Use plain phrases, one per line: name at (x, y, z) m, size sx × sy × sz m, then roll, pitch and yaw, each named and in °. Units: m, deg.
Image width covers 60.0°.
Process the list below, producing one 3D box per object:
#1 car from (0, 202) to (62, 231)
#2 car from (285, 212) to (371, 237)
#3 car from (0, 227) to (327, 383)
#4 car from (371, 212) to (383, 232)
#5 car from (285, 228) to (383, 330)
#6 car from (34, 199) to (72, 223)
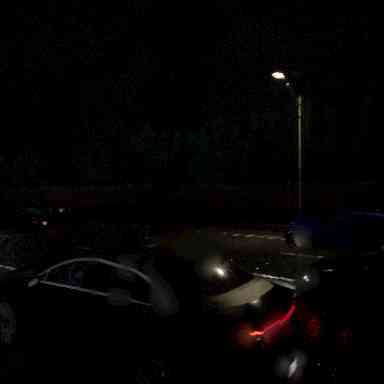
car at (-10.035, 1.542, 19.746) m, size 4.674 × 1.442 × 1.812 m, roll 0°, pitch 0°, yaw 35°
car at (6.059, 1.480, 12.568) m, size 5.008 × 1.535 × 1.882 m, roll 0°, pitch 0°, yaw 36°
car at (-0.965, 1.494, 4.682) m, size 4.902 × 1.511 × 2.128 m, roll 0°, pitch 0°, yaw 35°
car at (6.895, 1.351, 7.672) m, size 4.553 × 1.767 × 2.097 m, roll 0°, pitch 0°, yaw 35°
car at (3.917, 1.564, 5.498) m, size 4.181 × 1.385 × 1.994 m, roll 0°, pitch 0°, yaw 35°
car at (-10.968, 1.372, 24.710) m, size 4.553 × 1.767 × 2.097 m, roll 0°, pitch 0°, yaw 35°
